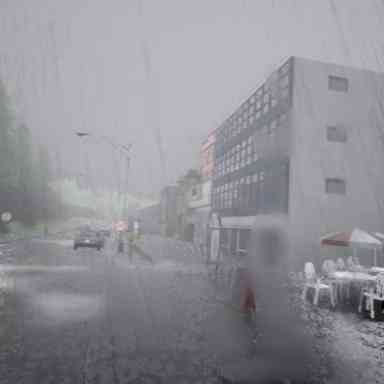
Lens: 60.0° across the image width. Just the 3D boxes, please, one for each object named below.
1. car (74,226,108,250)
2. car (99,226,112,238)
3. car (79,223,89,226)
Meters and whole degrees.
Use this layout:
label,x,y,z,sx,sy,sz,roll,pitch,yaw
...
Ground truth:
label,x,y,z,sx,sy,sz,roll,pitch,yaw
car,-7.917,3.677,25.860,1.994,1.385,4.181,5,-6,-11
car,-11.487,5.118,42.862,1.812,1.442,4.674,5,-6,-11
car,-18.812,6.161,57.940,2.033,1.411,5.357,5,-6,-11
